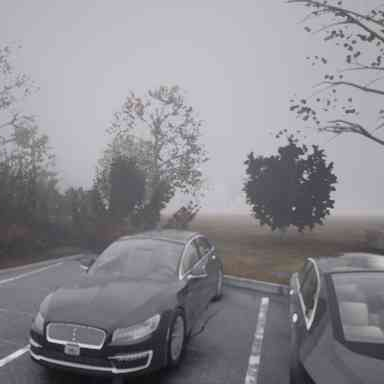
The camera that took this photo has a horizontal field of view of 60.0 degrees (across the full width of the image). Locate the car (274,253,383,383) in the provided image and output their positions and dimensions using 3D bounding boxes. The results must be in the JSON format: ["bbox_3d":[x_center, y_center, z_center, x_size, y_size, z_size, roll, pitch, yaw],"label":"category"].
[{"bbox_3d":[2.106,1.487,3.992,2.231,1.521,4.892,0,-1,16],"label":"car"}]

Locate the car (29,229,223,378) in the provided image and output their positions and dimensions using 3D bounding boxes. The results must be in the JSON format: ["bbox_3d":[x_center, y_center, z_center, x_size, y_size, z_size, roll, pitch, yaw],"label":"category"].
[{"bbox_3d":[-0.648,1.489,5.975,2.231,1.521,4.892,1,-1,16],"label":"car"}]
